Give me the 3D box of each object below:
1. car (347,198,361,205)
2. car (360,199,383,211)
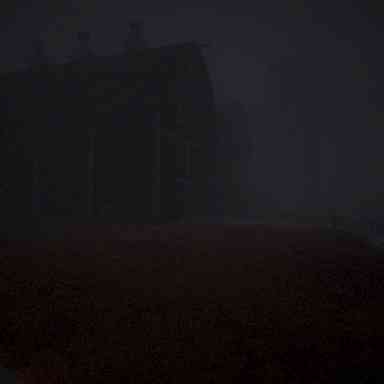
[{"bbox_3d":[40.447,2.287,80.611,3.988,1.617,1.851,1,0,22],"label":"car"},{"bbox_3d":[28.118,2.123,49.987,4.181,1.381,1.994,1,0,22],"label":"car"}]
